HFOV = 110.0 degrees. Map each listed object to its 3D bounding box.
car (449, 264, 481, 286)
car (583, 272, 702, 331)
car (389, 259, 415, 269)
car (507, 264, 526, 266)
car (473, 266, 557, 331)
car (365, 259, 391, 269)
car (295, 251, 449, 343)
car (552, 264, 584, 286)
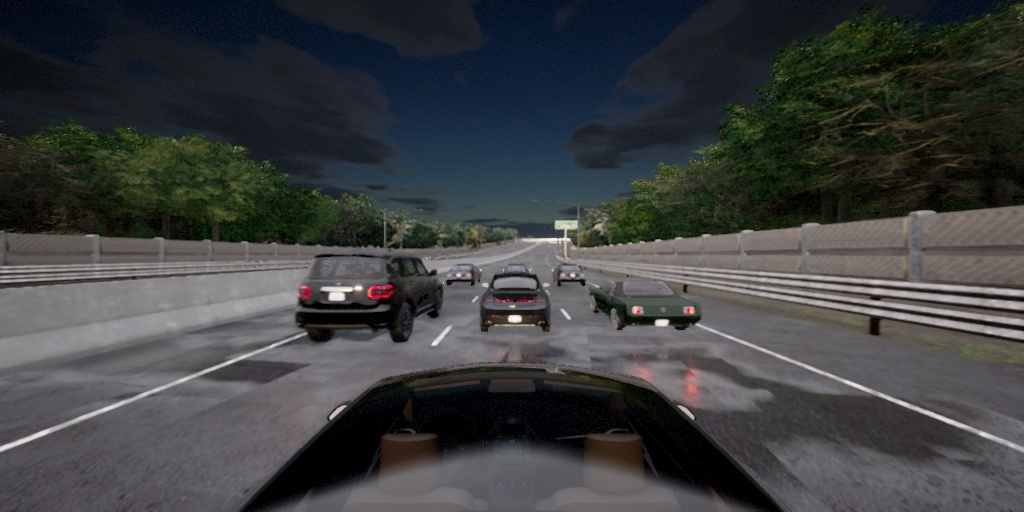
[{"bbox_3d":[-3.203,1.221,24.584,2.033,1.411,5.357,0,0,2],"label":"car"},{"bbox_3d":[3.606,1.314,10.751,1.895,1.301,4.718,0,0,1],"label":"car"},{"bbox_3d":[-16.370,1.134,53.548,2.033,1.411,5.357,0,0,3],"label":"car"},{"bbox_3d":[0.297,1.224,24.549,2.033,1.411,5.357,0,0,2],"label":"car"},{"bbox_3d":[0.108,1.217,10.849,1.837,1.490,4.892,0,0,1],"label":"car"},{"bbox_3d":[-19.873,1.184,53.538,1.895,1.301,4.718,0,0,3],"label":"car"},{"bbox_3d":[-3.410,0.928,9.760,2.150,2.045,5.566,0,-1,1],"label":"car"},{"bbox_3d":[3.797,1.226,24.477,2.033,1.411,5.357,0,0,2],"label":"car"}]
